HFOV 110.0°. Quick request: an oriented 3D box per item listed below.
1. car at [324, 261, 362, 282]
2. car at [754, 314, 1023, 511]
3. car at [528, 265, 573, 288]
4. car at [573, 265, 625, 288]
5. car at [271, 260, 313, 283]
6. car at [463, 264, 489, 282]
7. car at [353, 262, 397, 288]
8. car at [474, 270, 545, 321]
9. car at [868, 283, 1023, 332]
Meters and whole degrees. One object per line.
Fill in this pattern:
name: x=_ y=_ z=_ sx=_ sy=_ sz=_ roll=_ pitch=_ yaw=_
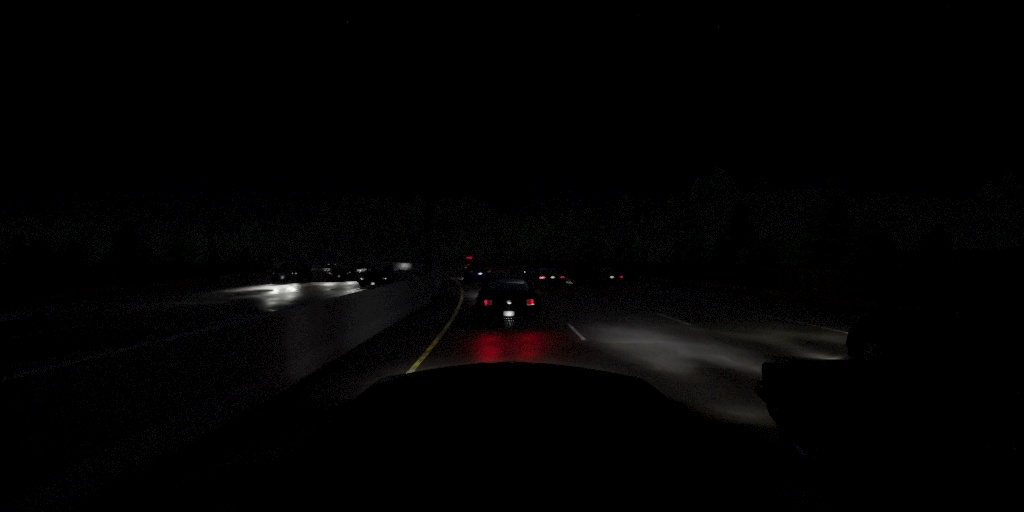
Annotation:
car: x=-14.078 y=1.317 z=30.071 sx=1.812 sy=1.442 sz=4.674 roll=0 pitch=0 yaw=-16
car: x=3.597 y=1.351 z=1.794 sx=1.895 sy=1.301 sz=4.718 roll=0 pitch=0 yaw=0
car: x=1.974 y=1.306 z=23.592 sx=2.033 sy=1.411 sz=5.357 roll=0 pitch=0 yaw=-10
car: x=5.498 y=1.303 z=23.691 sx=2.033 sy=1.411 sz=5.357 roll=0 pitch=0 yaw=-10
car: x=-17.171 y=1.283 z=28.167 sx=2.128 sy=1.511 sz=4.902 roll=0 pitch=0 yaw=-16
car: x=-2.905 y=1.336 z=29.468 sx=1.994 sy=1.385 sz=4.181 roll=0 pitch=0 yaw=-14
car: x=-9.105 y=1.319 z=24.706 sx=2.033 sy=1.411 sz=5.357 roll=0 pitch=0 yaw=-12
car: x=-0.218 y=1.351 z=12.423 sx=1.895 sy=1.301 sz=4.718 roll=0 pitch=0 yaw=-4
car: x=7.068 y=1.101 z=4.527 sx=2.097 sy=1.767 sz=4.553 roll=0 pitch=0 yaw=-1
